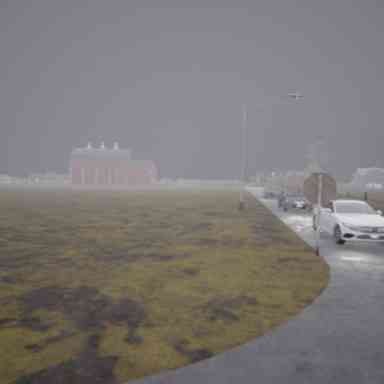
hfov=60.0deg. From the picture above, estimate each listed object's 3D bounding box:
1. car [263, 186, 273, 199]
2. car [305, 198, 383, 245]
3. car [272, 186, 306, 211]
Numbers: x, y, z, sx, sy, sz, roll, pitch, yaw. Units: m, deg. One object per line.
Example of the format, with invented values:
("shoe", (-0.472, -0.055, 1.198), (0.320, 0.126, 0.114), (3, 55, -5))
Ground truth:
("car", (9.231, 0.034, 38.424), (1.837, 1.490, 4.892), (2, 2, 7))
("car", (5.938, 1.017, 12.695), (1.812, 1.442, 4.674), (2, 2, 5))
("car", (7.374, 0.548, 24.231), (2.128, 1.511, 4.902), (2, 2, 7))
